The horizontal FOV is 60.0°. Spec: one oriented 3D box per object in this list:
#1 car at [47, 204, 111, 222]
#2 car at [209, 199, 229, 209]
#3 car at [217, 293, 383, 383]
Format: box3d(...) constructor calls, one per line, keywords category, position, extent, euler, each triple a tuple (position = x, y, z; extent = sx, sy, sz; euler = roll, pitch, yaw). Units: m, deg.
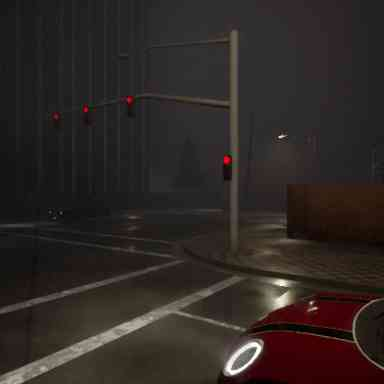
box3d(category="car", position=(-8.828, 1.598, 26.266), extent=(1.895, 1.301, 4.718), euler=(0, 0, 35))
box3d(category="car", position=(4.229, 1.598, 44.621), extent=(1.895, 1.301, 4.718), euler=(0, 0, 36))
box3d(category="car", position=(2.395, 1.352, 2.250), extent=(4.553, 1.767, 2.097), euler=(0, 0, 36))
